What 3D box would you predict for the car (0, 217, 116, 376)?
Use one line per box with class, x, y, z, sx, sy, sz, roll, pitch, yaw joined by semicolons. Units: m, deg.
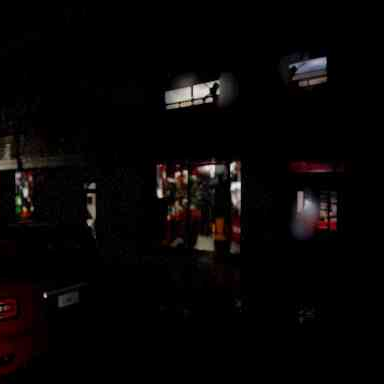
car;-3.378;1.335;5.251;5.009;1.841;2.192;0;1;35
